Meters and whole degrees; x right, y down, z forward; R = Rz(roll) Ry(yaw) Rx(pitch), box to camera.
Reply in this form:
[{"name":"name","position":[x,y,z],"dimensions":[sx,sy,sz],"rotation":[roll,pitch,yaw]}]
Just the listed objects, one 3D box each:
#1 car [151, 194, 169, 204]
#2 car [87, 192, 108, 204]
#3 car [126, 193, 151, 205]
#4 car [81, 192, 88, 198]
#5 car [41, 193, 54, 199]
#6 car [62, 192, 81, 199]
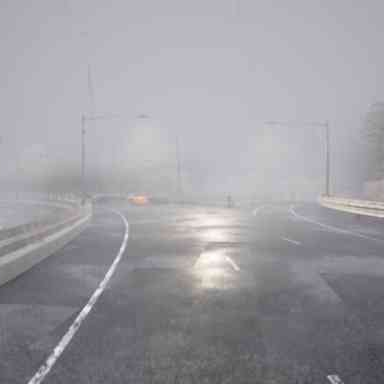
[{"name":"car","position":[-4.972,1.037,49.572],"dimensions":[2.128,1.511,4.902],"rotation":[0,1,-26]},{"name":"car","position":[-14.750,1.079,52.959],"dimensions":[1.837,1.490,4.892],"rotation":[0,0,-30]},{"name":"car","position":[-7.963,0.935,47.668],"dimensions":[2.097,1.767,4.553],"rotation":[-1,1,-26]},{"name":"car","position":[-25.555,0.748,78.394],"dimensions":[4.553,1.767,2.097],"rotation":[0,1,44]},{"name":"car","position":[-33.313,0.964,76.250],"dimensions":[4.892,1.490,1.837],"rotation":[0,1,44]},{"name":"car","position":[-27.816,0.987,75.709],"dimensions":[4.181,1.385,1.994],"rotation":[0,1,44]}]
